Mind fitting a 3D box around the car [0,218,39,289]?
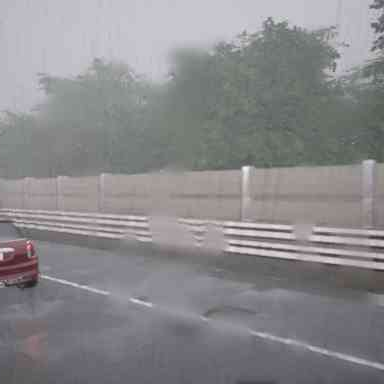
[{"bbox_3d":[-5.690,1.342,7.939,4.553,1.767,2.097,0,0,36],"label":"car"}]
